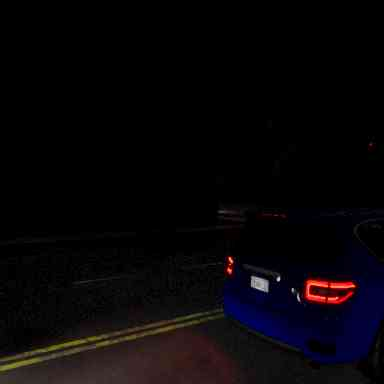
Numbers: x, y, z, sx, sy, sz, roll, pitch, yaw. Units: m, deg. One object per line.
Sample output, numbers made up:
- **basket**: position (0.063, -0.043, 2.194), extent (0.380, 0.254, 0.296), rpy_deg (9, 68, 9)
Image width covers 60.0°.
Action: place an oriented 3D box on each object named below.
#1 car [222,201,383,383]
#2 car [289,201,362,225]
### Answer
- **car**: position (3.083, 1.221, 5.546), extent (5.566, 2.045, 2.150), rpy_deg (0, 0, -33)
- **car**: position (10.098, 1.491, 25.537), extent (2.128, 1.511, 4.902), rpy_deg (0, 0, -31)
